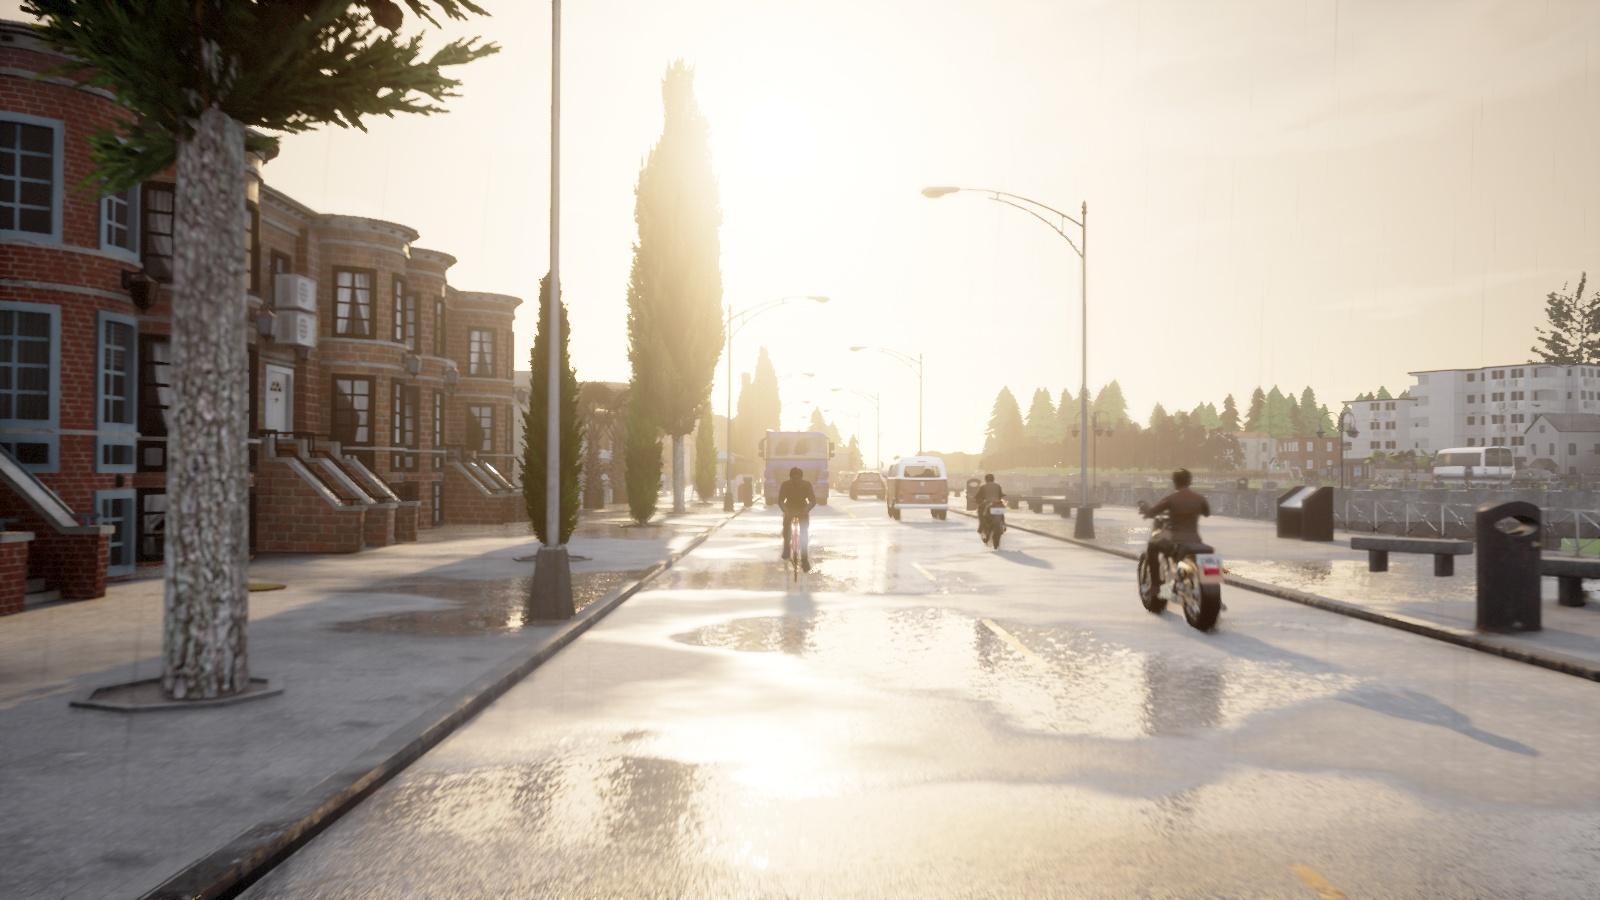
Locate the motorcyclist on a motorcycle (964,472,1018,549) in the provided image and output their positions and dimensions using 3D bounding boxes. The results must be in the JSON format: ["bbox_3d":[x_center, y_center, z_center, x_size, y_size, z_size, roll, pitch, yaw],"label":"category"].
[{"bbox_3d":[3.932,1.217,26.011,0.797,1.523,2.044,0,-1,0],"label":"motorcyclist on a motorcycle"}]

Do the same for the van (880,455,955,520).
[{"bbox_3d":[3.889,1.228,42.165,2.069,2.038,4.480,0,-1,0],"label":"van"}]

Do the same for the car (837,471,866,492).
[{"bbox_3d":[3.762,2.305,91.965,1.970,1.475,3.806,0,-1,0],"label":"car"}]

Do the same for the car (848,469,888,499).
[{"bbox_3d":[3.815,1.922,71.265,2.033,1.649,4.856,0,-1,0],"label":"car"}]

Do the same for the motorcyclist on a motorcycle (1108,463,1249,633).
[{"bbox_3d":[3.964,0.973,13.369,0.766,1.649,2.350,0,-1,0],"label":"motorcyclist on a motorcycle"}]

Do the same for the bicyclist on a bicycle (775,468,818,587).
[{"bbox_3d":[-0.047,1.068,17.963,0.582,1.620,1.656,0,-1,0],"label":"bicyclist on a bicycle"}]

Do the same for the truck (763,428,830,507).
[{"bbox_3d":[-0.155,0.819,58.890,2.891,3.462,7.936,0,-1,0],"label":"truck"}]
